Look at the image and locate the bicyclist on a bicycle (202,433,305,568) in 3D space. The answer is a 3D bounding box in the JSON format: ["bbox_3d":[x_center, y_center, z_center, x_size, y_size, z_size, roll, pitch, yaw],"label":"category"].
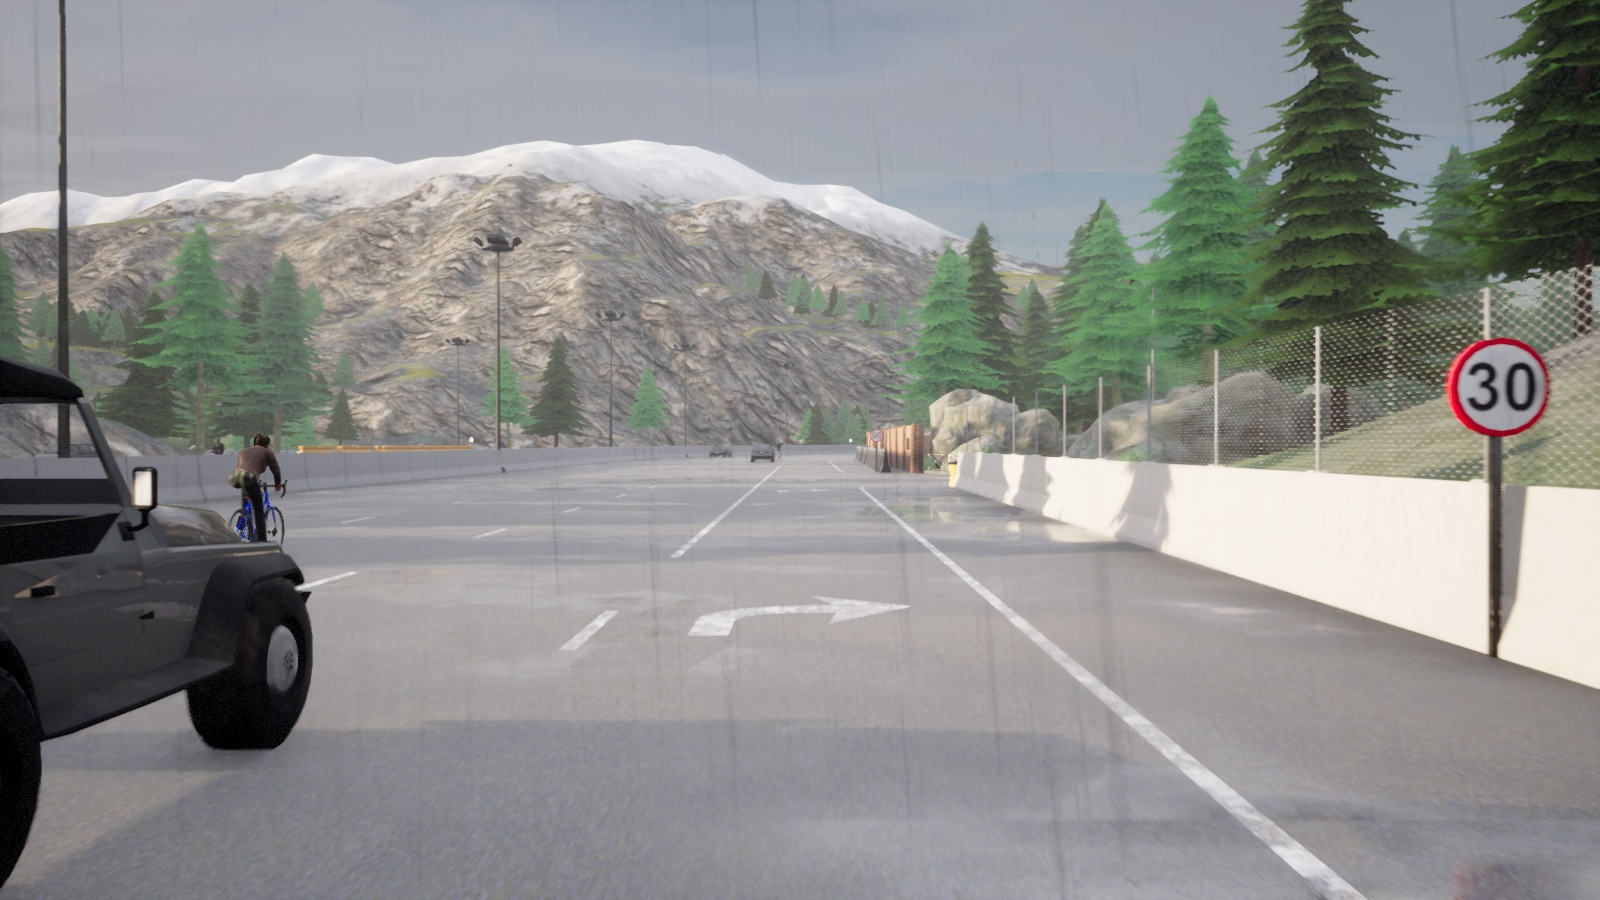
[{"bbox_3d":[-6.894,0.604,15.925,0.582,1.620,1.656,0,0,0],"label":"bicyclist on a bicycle"}]

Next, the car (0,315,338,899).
[{"bbox_3d":[-3.455,0.512,4.854,1.905,1.878,3.866,0,0,0],"label":"car"}]
